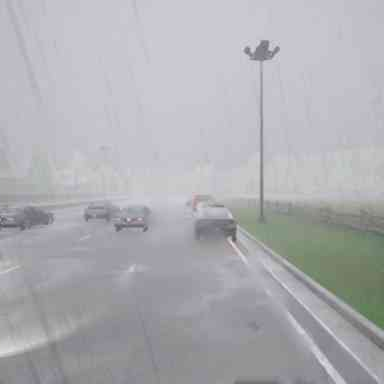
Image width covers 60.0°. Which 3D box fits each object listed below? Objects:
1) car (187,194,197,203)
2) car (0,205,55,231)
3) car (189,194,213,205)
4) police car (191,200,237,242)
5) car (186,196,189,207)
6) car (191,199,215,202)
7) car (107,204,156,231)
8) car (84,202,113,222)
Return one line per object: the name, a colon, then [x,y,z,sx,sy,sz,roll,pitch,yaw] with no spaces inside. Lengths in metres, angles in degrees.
car: [0.015,1.343,66.809,2.097,1.767,4.553,0,0,0]
car: [-10.396,1.545,20.488,2.033,1.411,5.357,0,0,0]
car: [1.057,1.219,32.498,2.150,2.045,5.566,0,0,0]
police car: [1.054,1.423,16.578,1.930,1.638,5.238,0,0,0]
car: [0.013,1.592,52.004,1.895,1.301,4.718,0,0,0]
car: [1.056,1.522,26.468,1.812,1.442,4.674,0,0,0]
car: [-3.396,1.544,20.475,2.033,1.411,5.357,0,0,0]
car: [-6.893,1.488,25.956,2.128,1.511,4.902,0,0,0]
